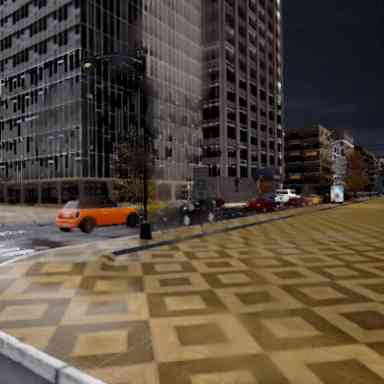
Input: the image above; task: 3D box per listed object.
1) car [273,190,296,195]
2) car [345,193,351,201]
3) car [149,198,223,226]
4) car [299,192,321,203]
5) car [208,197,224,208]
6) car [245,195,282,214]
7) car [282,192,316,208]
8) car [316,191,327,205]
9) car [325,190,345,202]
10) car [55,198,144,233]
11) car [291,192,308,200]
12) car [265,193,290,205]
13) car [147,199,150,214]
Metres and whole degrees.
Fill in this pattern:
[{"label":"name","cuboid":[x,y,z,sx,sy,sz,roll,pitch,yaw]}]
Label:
[{"label":"car","cuboid":[12.623,0.715,43.437,2.150,2.045,5.566,-1,0,35]},{"label":"car","cuboid":[25.101,0.600,56.777,2.192,1.841,5.009,0,0,35]},{"label":"car","cuboid":[-0.250,1.256,20.239,2.008,1.369,4.403,0,0,35]},{"label":"car","cuboid":[18.430,0.875,51.894,1.882,1.535,5.008,-1,0,35]},{"label":"car","cuboid":[0.727,1.170,31.813,1.882,1.535,5.008,-1,0,35]},{"label":"car","cuboid":[6.089,1.182,29.374,1.802,1.307,4.206,0,0,35]},{"label":"car","cuboid":[12.427,1.040,38.509,1.887,1.381,4.507,0,0,35]},{"label":"car","cuboid":[15.693,0.966,43.215,1.752,1.417,4.829,0,0,35]},{"label":"car","cuboid":[21.932,0.653,52.209,2.192,1.841,5.009,0,0,35]},{"label":"car","cuboid":[-4.980,1.138,18.158,2.097,1.767,4.553,-1,0,35]},{"label":"car","cuboid":[21.389,0.792,66.124,1.967,1.590,4.097,0,0,35]},{"label":"car","cuboid":[12.484,0.979,48.591,1.882,1.535,5.008,-1,0,35]},{"label":"car","cuboid":[-4.061,1.299,29.444,1.752,1.417,4.829,0,0,35]}]
